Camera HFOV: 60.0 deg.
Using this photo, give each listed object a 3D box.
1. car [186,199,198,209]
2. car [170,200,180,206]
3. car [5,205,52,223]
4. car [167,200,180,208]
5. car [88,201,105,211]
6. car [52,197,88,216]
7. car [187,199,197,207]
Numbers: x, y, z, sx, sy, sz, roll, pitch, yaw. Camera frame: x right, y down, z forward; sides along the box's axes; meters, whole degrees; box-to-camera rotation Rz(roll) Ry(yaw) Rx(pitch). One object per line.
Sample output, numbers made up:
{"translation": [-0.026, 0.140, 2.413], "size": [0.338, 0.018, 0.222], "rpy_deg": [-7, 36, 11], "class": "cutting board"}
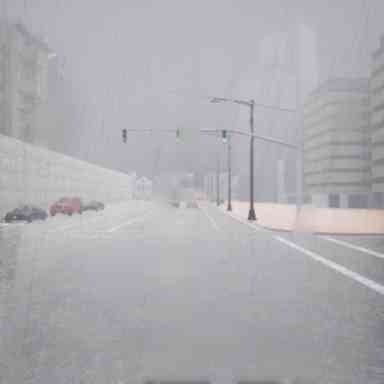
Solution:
{"translation": [0.019, 2.045, 57.711], "size": [1.882, 1.535, 5.008], "rpy_deg": [0, -1, 0], "class": "car"}
{"translation": [-3.477, 2.274, 68.948], "size": [1.895, 1.301, 4.718], "rpy_deg": [0, -1, 0], "class": "car"}
{"translation": [-14.084, 1.845, 28.473], "size": [1.994, 1.385, 4.181], "rpy_deg": [0, -1, 0], "class": "car"}
{"translation": [-3.393, 2.103, 58.713], "size": [1.812, 1.442, 4.674], "rpy_deg": [0, -1, 0], "class": "car"}
{"translation": [-14.060, 2.021, 48.147], "size": [2.033, 1.411, 5.357], "rpy_deg": [0, -1, 0], "class": "car"}
{"translation": [-14.076, 1.594, 37.757], "size": [2.150, 2.045, 5.566], "rpy_deg": [0, -1, 0], "class": "car"}
{"translation": [0.022, 2.201, 68.128], "size": [2.033, 1.411, 5.357], "rpy_deg": [0, -1, 0], "class": "car"}
